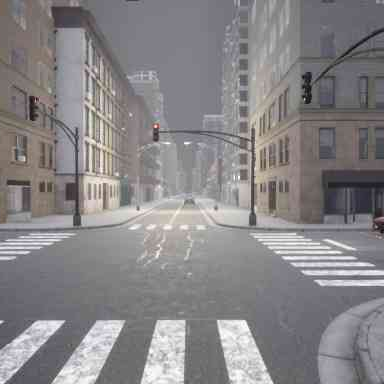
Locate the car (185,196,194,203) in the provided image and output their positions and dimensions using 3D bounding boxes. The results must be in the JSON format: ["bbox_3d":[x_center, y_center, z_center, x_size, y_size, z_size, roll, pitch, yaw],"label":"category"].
[{"bbox_3d":[-0.535,1.548,69.189,1.812,1.442,4.674,0,0,0],"label":"car"}]

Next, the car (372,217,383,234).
[{"bbox_3d":[11.644,1.529,16.987,4.507,1.381,1.887,0,0,0],"label":"car"}]

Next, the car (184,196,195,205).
[{"bbox_3d":[-0.456,1.541,59.184,1.812,1.442,4.674,0,0,0],"label":"car"}]
